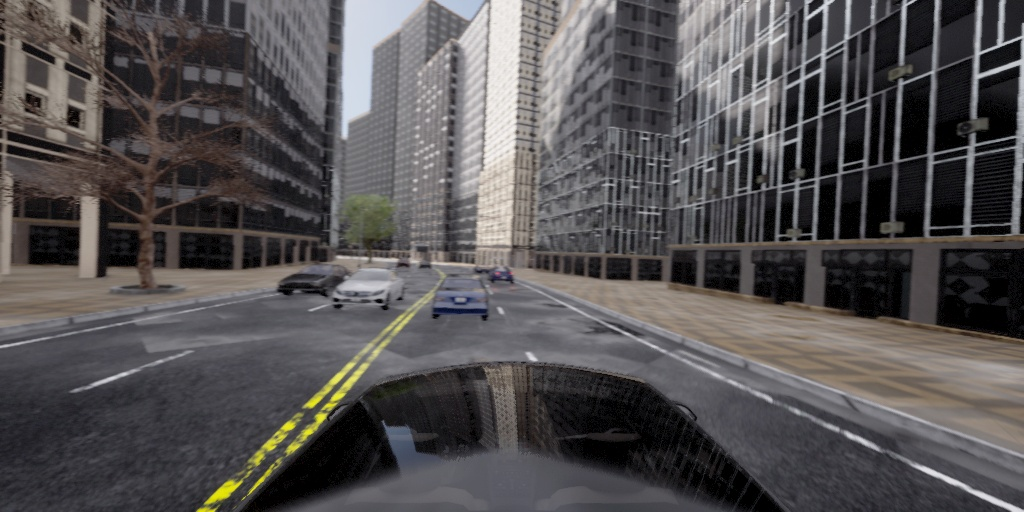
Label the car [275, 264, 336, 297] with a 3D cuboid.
[{"bbox_3d":[-9.065,1.088,17.259,2.033,1.411,5.357,3,-1,-7],"label":"car"}]

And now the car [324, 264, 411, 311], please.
[{"bbox_3d":[-5.440,1.186,14.168,1.812,1.442,4.674,3,-1,-7],"label":"car"}]

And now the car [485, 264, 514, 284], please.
[{"bbox_3d":[-0.998,1.558,30.823,1.812,1.442,4.674,2,-1,-9],"label":"car"}]

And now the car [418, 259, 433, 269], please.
[{"bbox_3d":[-13.602,1.301,56.344,1.837,1.490,4.892,2,0,-16],"label":"car"}]

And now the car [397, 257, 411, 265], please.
[{"bbox_3d":[-17.210,1.017,57.083,2.097,1.767,4.553,2,-1,-16],"label":"car"}]

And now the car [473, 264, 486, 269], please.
[{"bbox_3d":[-3.841,1.666,44.911,1.895,1.301,4.718,2,-1,-12],"label":"car"}]

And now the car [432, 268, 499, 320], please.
[{"bbox_3d":[-1.806,1.349,13.013,2.033,1.411,5.357,3,-1,-7],"label":"car"}]
